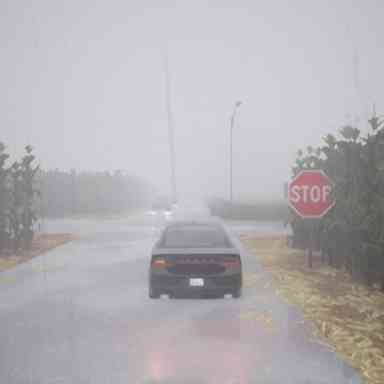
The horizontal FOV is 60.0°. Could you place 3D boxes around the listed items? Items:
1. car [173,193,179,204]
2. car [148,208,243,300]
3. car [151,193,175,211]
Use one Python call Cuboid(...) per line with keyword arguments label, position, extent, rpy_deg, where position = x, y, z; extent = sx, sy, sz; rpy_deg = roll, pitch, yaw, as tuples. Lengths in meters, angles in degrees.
Cuboid(label="car", position=(-3.179, 0.987, 51.487), extent=(2.097, 1.767, 4.553), rpy_deg=(0, 0, 0))
Cuboid(label="car", position=(0.038, 1.418, 8.377), extent=(1.882, 1.535, 5.008), rpy_deg=(0, 1, -1))
Cuboid(label="car", position=(-3.197, 1.210, 35.697), extent=(1.837, 1.490, 4.892), rpy_deg=(0, 0, 0))
